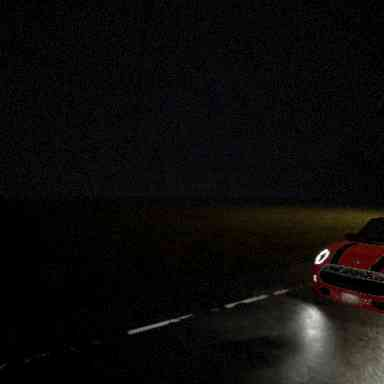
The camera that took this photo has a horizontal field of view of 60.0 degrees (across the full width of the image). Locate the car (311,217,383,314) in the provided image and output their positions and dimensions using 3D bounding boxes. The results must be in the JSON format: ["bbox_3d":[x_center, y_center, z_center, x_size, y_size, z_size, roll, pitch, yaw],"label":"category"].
[{"bbox_3d":[4.703,1.350,7.398,4.553,1.767,2.097,0,0,-36],"label":"car"}]
